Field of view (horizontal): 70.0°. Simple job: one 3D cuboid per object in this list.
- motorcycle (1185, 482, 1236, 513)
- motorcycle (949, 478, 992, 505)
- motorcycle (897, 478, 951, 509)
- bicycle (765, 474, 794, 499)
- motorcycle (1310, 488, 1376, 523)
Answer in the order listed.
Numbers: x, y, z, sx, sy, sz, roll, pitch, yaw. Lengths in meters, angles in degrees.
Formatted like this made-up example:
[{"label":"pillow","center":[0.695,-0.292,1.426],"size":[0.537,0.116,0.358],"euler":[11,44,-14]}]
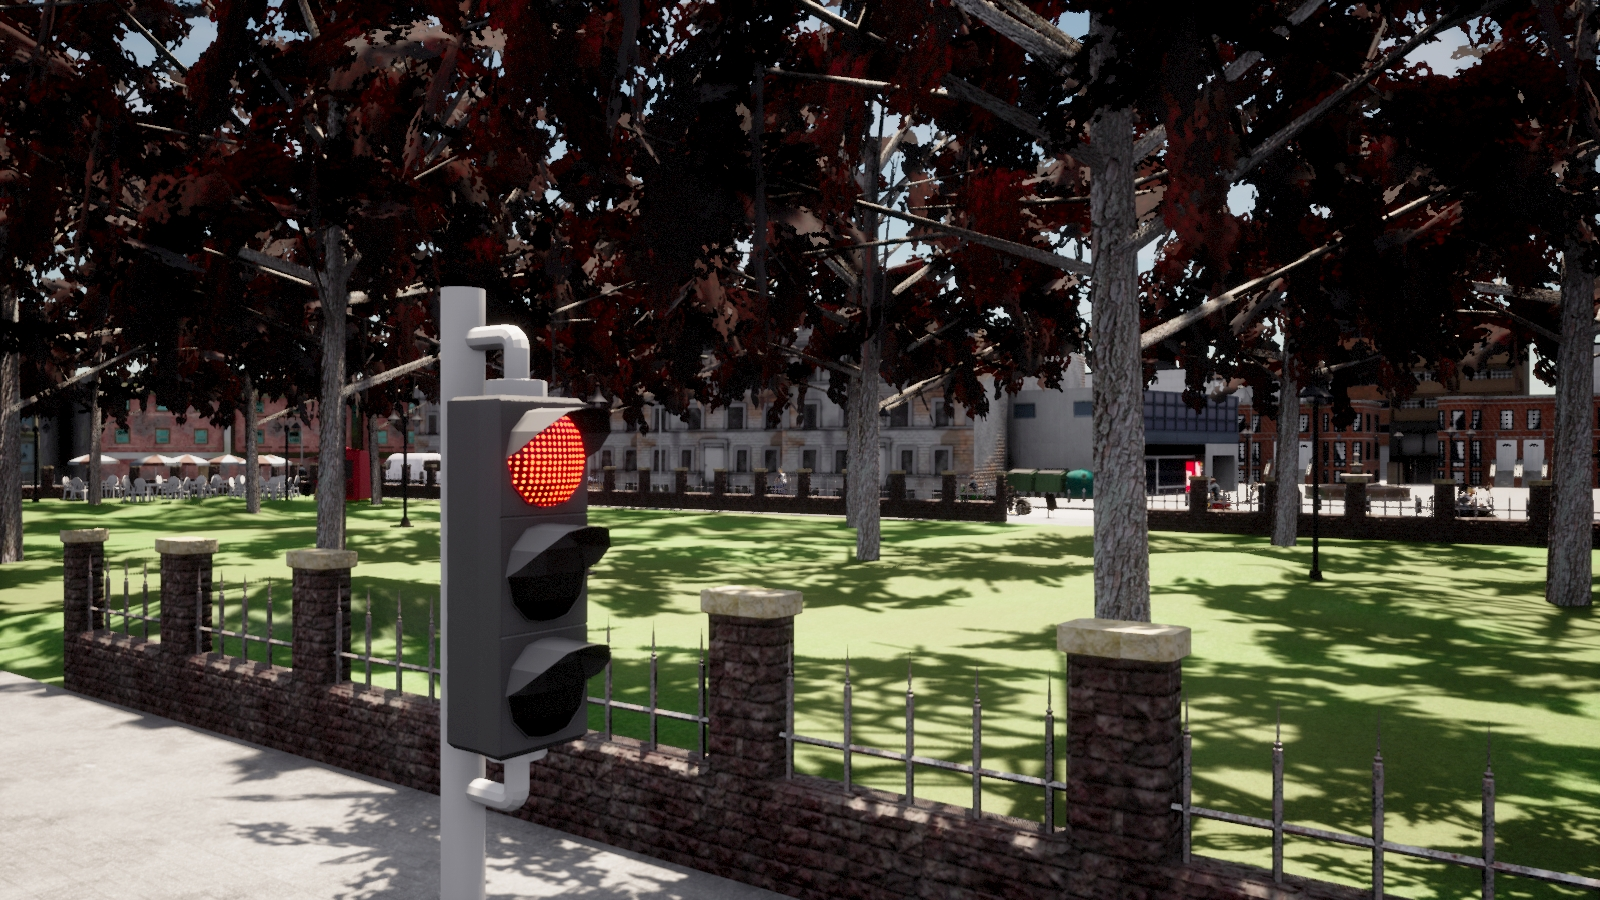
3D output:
[{"label":"motorcycle","center":[17.179,1.961,47.817],"size":[1.805,1.236,0.856],"euler":[0,0,36]},{"label":"motorcycle","center":[8.111,1.960,54.420],"size":[1.805,1.236,0.856],"euler":[0,0,36]},{"label":"motorcycle","center":[5.574,1.947,51.376],"size":[2.356,1.277,0.764],"euler":[0,0,36]},{"label":"bicycle","center":[-1.115,1.933,61.174],"size":[1.643,1.296,0.373],"euler":[0,0,36]},{"label":"motorcycle","center":[19.568,1.991,41.190],"size":[2.033,1.145,0.803],"euler":[0,0,36]}]
